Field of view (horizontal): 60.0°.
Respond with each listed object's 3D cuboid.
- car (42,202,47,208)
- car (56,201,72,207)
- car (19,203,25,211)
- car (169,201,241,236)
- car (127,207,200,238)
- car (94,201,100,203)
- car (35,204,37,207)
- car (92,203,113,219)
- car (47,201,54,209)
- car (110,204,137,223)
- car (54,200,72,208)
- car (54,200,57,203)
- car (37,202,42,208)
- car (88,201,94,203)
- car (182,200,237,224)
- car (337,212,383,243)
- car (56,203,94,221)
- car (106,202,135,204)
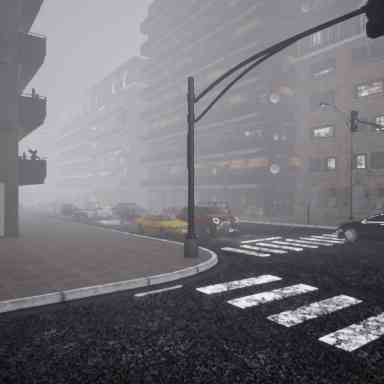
[{"bbox_3d":[-31.877,2.973,75.406,1.947,1.339,4.313,-1,0,-36],"label":"car"},{"bbox_3d":[-16.186,2.333,44.140,1.812,1.442,4.674,0,-1,-36],"label":"car"},{"bbox_3d":[-31.929,2.770,61.288,1.887,1.381,4.507,-1,0,-36],"label":"car"},{"bbox_3d":[0.885,1.635,20.617,2.097,1.767,4.553,0,-1,-36],"label":"car"},{"bbox_3d":[-1.844,1.833,19.930,1.752,1.417,4.829,-1,0,-36],"label":"car"},{"bbox_3d":[-12.431,2.290,49.534,1.801,1.575,5.366,0,-1,-36],"label":"car"},{"bbox_3d":[-38.536,3.168,84.569,1.947,1.339,4.313,-1,0,-36],"label":"car"},{"bbox_3d":[-10.293,2.228,35.982,1.895,1.301,4.718,0,-1,-36],"label":"car"},{"bbox_3d":[-28.552,2.623,70.827,2.192,1.841,5.009,-1,0,-36],"label":"car"},{"bbox_3d":[-4.699,2.003,28.280,2.033,1.411,5.357,0,-1,-36],"label":"car"},{"bbox_3d":[-21.098,2.575,56.260,2.033,1.411,5.357,0,-1,-36],"label":"car"},{"bbox_3d":[-25.220,2.524,66.246,2.192,1.841,5.009,-1,0,-36],"label":"car"},{"bbox_3d":[-35.210,3.050,79.986,1.887,1.381,4.507,-1,0,-36],"label":"car"},{"bbox_3d":[-16.451,2.307,54.996,2.097,1.767,4.553,0,-1,-36],"label":"car"},{"bbox_3d":[1.432,1.713,29.608,2.192,1.841,5.009,-1,0,-36],"label":"car"},{"bbox_3d":[9.016,1.607,14.868,1.837,1.490,4.892,0,-1,-36],"label":"car"},{"bbox_3d":[-11.938,2.163,33.808,1.887,1.381,4.507,-1,0,-36],"label":"car"},{"bbox_3d":[-7.795,1.975,37.976,2.097,1.767,4.553,0,-1,-36],"label":"car"}]
